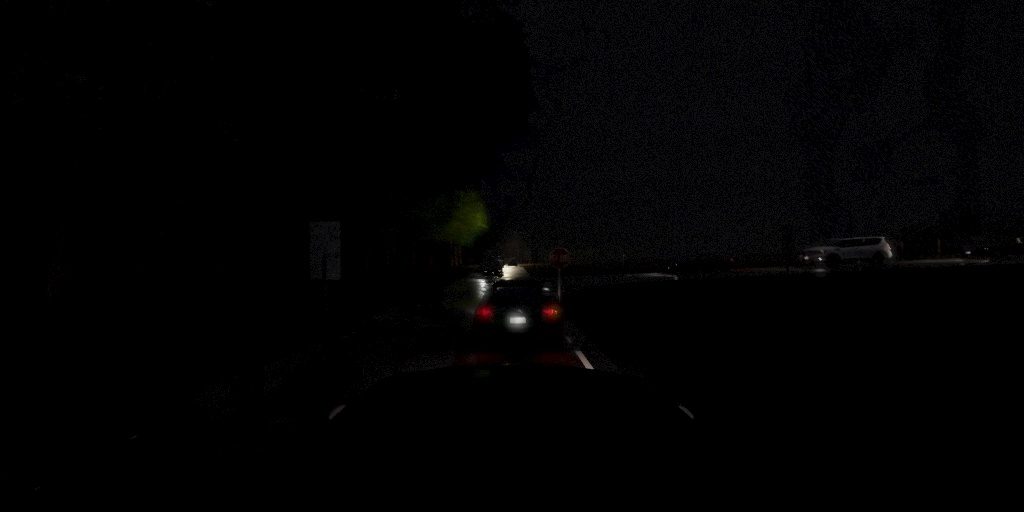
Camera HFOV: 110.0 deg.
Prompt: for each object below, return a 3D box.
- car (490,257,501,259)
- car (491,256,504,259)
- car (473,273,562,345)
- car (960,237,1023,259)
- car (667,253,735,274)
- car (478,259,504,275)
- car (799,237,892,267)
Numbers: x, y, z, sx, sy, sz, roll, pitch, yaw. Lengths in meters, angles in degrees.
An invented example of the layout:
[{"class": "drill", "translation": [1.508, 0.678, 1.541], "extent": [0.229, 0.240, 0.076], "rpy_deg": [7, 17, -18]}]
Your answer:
[{"class": "car", "translation": [-2.752, 1.256, 45.749], "extent": [1.882, 1.535, 5.008], "rpy_deg": [0, 0, 0]}, {"class": "car", "translation": [-2.685, 1.024, 58.822], "extent": [2.150, 2.045, 5.566], "rpy_deg": [0, 0, 1]}, {"class": "car", "translation": [0.093, 1.313, 9.496], "extent": [1.994, 1.385, 4.181], "rpy_deg": [0, 0, -1]}, {"class": "car", "translation": [36.300, -0.615, 26.541], "extent": [4.902, 1.511, 2.128], "rpy_deg": [-3, 1, 1]}, {"class": "car", "translation": [14.046, 0.504, 26.814], "extent": [4.674, 1.442, 1.812], "rpy_deg": [-3, 1, 1]}, {"class": "car", "translation": [-2.058, 1.256, 33.026], "extent": [1.837, 1.490, 4.892], "rpy_deg": [-2, -1, -10]}, {"class": "car", "translation": [24.728, -0.327, 26.683], "extent": [5.566, 2.045, 2.150], "rpy_deg": [-3, 1, 1]}]
